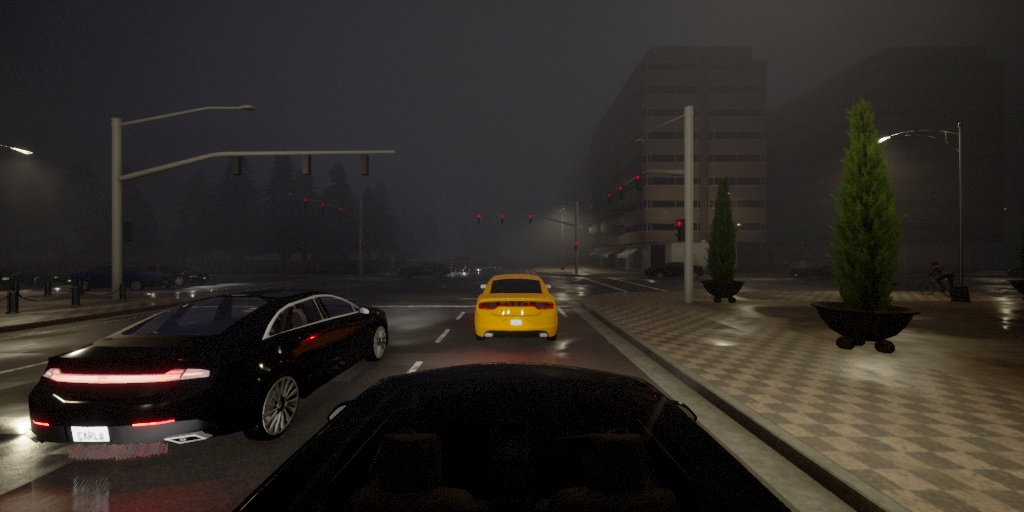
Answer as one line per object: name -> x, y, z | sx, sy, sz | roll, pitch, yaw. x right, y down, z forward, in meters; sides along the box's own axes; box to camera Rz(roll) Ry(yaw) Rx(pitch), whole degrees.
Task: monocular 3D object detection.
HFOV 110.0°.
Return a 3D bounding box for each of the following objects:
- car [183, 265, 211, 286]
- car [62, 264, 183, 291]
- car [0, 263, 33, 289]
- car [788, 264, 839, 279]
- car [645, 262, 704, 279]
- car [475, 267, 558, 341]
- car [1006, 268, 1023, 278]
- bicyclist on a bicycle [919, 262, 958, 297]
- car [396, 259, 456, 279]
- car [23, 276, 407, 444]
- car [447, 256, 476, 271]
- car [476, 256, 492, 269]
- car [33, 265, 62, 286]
car -> -24.015, 1.309, 25.231 | 4.892, 1.490, 1.837 | 0, 0, 1
car -> -23.432, 1.282, 21.721 | 5.008, 1.535, 1.882 | 0, 0, 0
car -> -33.367, 1.026, 21.697 | 5.566, 2.045, 2.150 | 0, 0, 0
car -> 27.993, 1.405, 32.552 | 4.718, 1.301, 1.895 | 0, 0, 0
car -> 14.649, 1.281, 32.520 | 5.008, 1.535, 1.882 | 0, 0, 0
car -> 0.107, 1.227, 9.936 | 1.882, 1.535, 5.008 | 0, 0, 0
car -> 48.287, 1.405, 32.516 | 4.718, 1.301, 1.895 | 0, 0, 0
bicyclist on a bicycle -> 20.288, 1.105, 17.051 | 0.582, 1.620, 1.656 | 0, 0, 0
car -> -7.929, 1.277, 32.461 | 4.902, 1.511, 2.128 | 0, 0, 0
car -> -3.423, 1.241, 5.354 | 2.128, 1.511, 4.902 | 0, 0, 1
car -> -6.710, 0.969, 48.418 | 2.150, 2.045, 5.566 | 0, 0, 4
car -> -5.320, 1.252, 58.531 | 1.837, 1.490, 4.892 | 0, 0, 15
car -> -33.757, 1.352, 25.194 | 5.357, 1.411, 2.033 | 0, 0, 0
